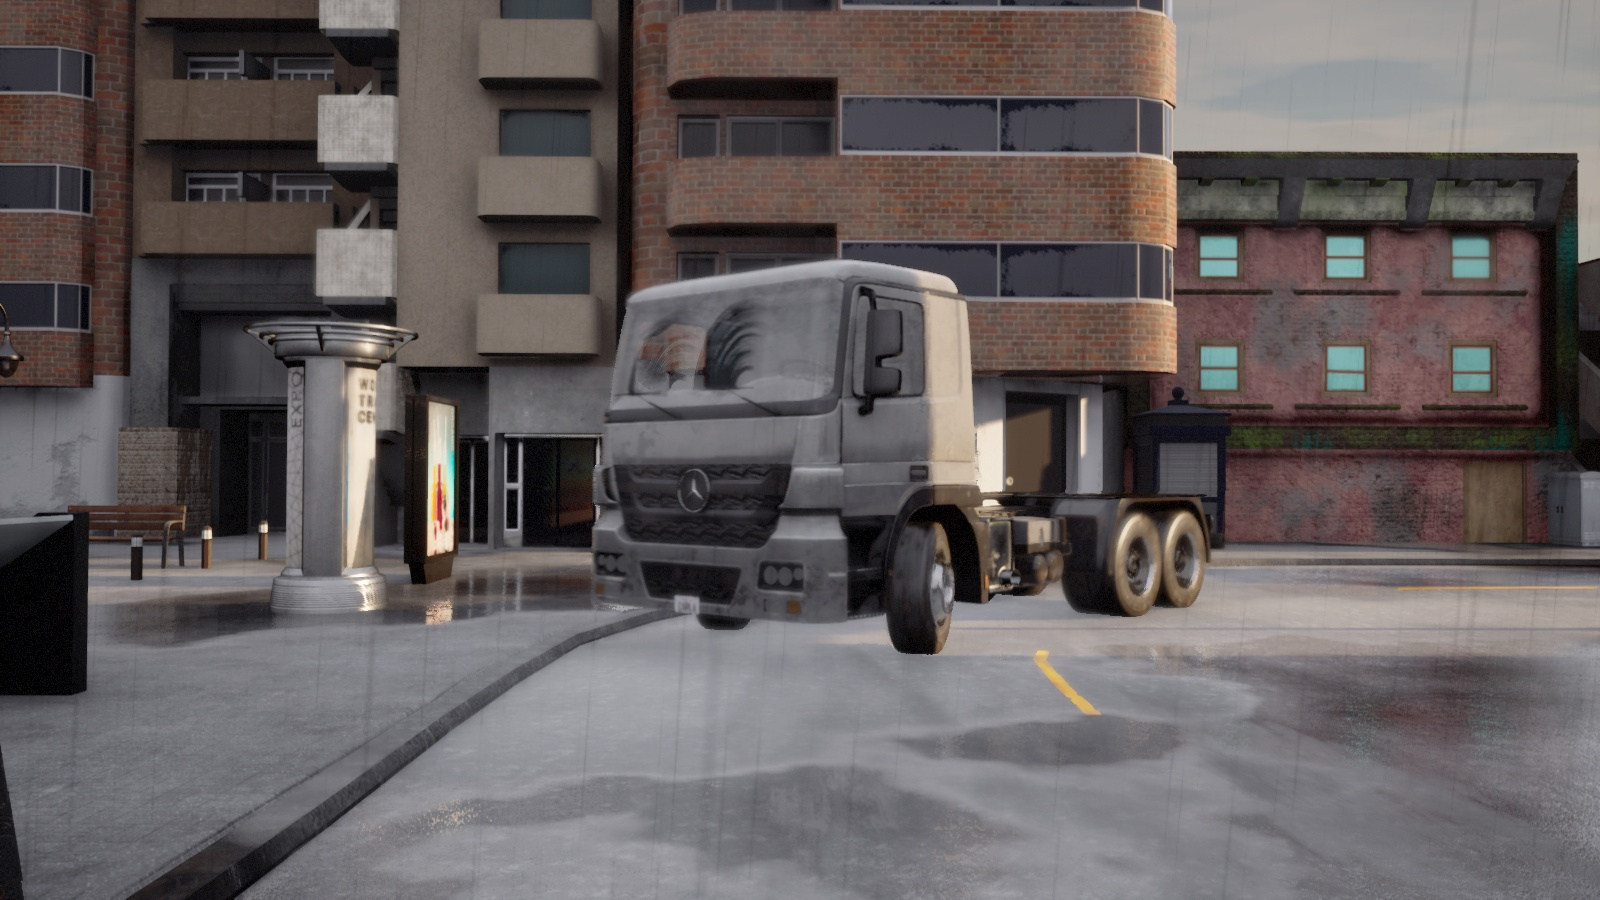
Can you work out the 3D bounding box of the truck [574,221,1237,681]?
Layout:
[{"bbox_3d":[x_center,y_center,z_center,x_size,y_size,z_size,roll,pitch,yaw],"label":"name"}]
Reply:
[{"bbox_3d":[1.656,0.066,13.395,2.891,3.462,7.936,-1,-1,41],"label":"truck"}]
